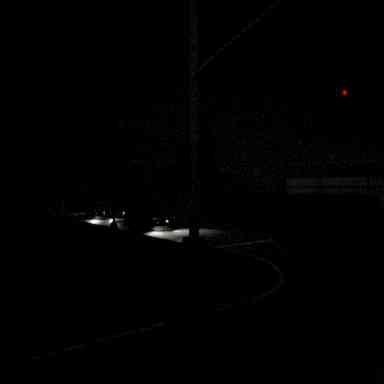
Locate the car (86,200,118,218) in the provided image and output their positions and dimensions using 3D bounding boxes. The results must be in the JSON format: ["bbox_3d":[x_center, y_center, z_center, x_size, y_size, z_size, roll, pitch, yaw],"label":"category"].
[{"bbox_3d":[-8.424,1.505,30.059,1.837,1.490,4.892,0,0,-26],"label":"car"}]

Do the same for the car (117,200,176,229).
[{"bbox_3d":[-2.897,1.505,21.814,1.837,1.490,4.892,0,0,-36],"label":"car"}]
